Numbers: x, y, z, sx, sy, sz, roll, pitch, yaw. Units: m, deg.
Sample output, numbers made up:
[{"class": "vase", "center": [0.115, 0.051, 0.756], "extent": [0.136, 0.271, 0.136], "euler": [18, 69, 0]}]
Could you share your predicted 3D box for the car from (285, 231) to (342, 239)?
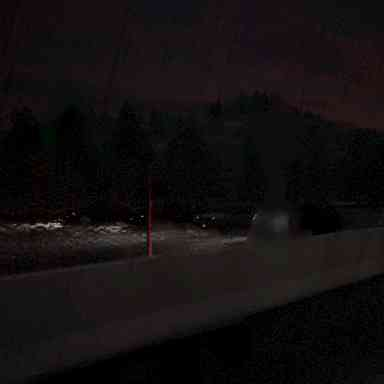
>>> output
[{"class": "car", "center": [4.931, 1.221, 15.580], "extent": [4.553, 1.767, 2.097], "euler": [0, 1, -32]}]
